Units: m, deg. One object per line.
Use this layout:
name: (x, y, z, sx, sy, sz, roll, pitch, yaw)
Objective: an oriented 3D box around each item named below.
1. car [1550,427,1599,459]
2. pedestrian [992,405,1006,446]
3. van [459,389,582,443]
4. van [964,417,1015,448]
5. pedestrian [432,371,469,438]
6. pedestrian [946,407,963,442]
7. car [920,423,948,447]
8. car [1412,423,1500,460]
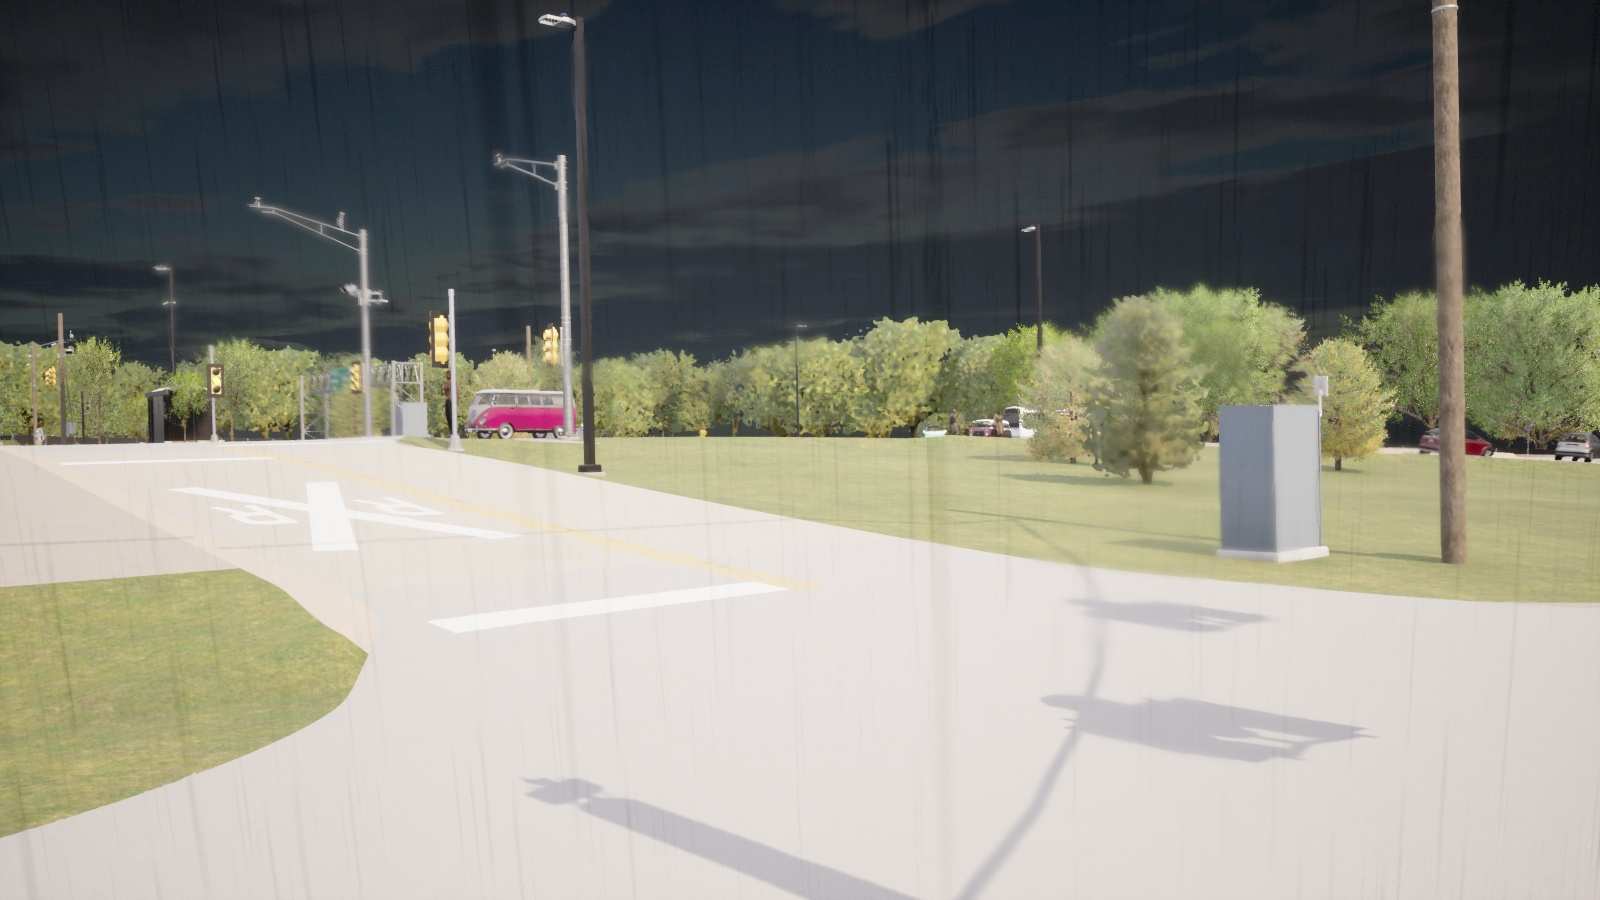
car: (43.618, -0.356, 70.023, 3.988, 1.617, 1.851, 1, 3, -42)
pedestrian: (9.700, -1.189, 61.099, 0.396, 1.930, 0.692, -2, 1, -13)
van: (-10.935, -1.312, 49.343, 1.775, 1.987, 4.442, -1, 0, 44)
van: (13.708, -1.231, 90.547, 2.069, 2.038, 4.480, -1, -2, 31)
pedestrian: (-9.490, -1.232, 34.094, 0.869, 1.805, 0.328, -2, 1, -39)
pedestrian: (8.107, -1.342, 65.953, 0.720, 1.854, 0.376, -1, 1, 40)
car: (8.548, -0.937, 80.162, 1.481, 1.376, 2.207, -2, -3, -1)
car: (33.614, -0.439, 64.370, 3.705, 1.549, 1.789, 2, 7, -20)
